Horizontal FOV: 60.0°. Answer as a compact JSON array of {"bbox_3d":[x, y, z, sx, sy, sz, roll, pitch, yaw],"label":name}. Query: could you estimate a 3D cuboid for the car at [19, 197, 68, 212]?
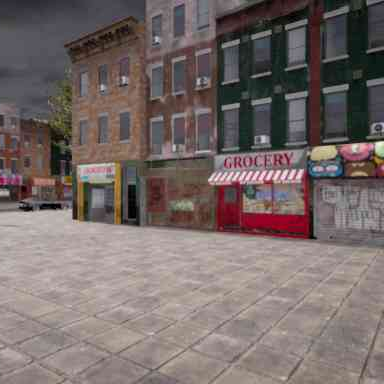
[{"bbox_3d":[-13.460,1.090,30.303,1.947,1.339,4.313,1,1,35],"label":"car"}]
